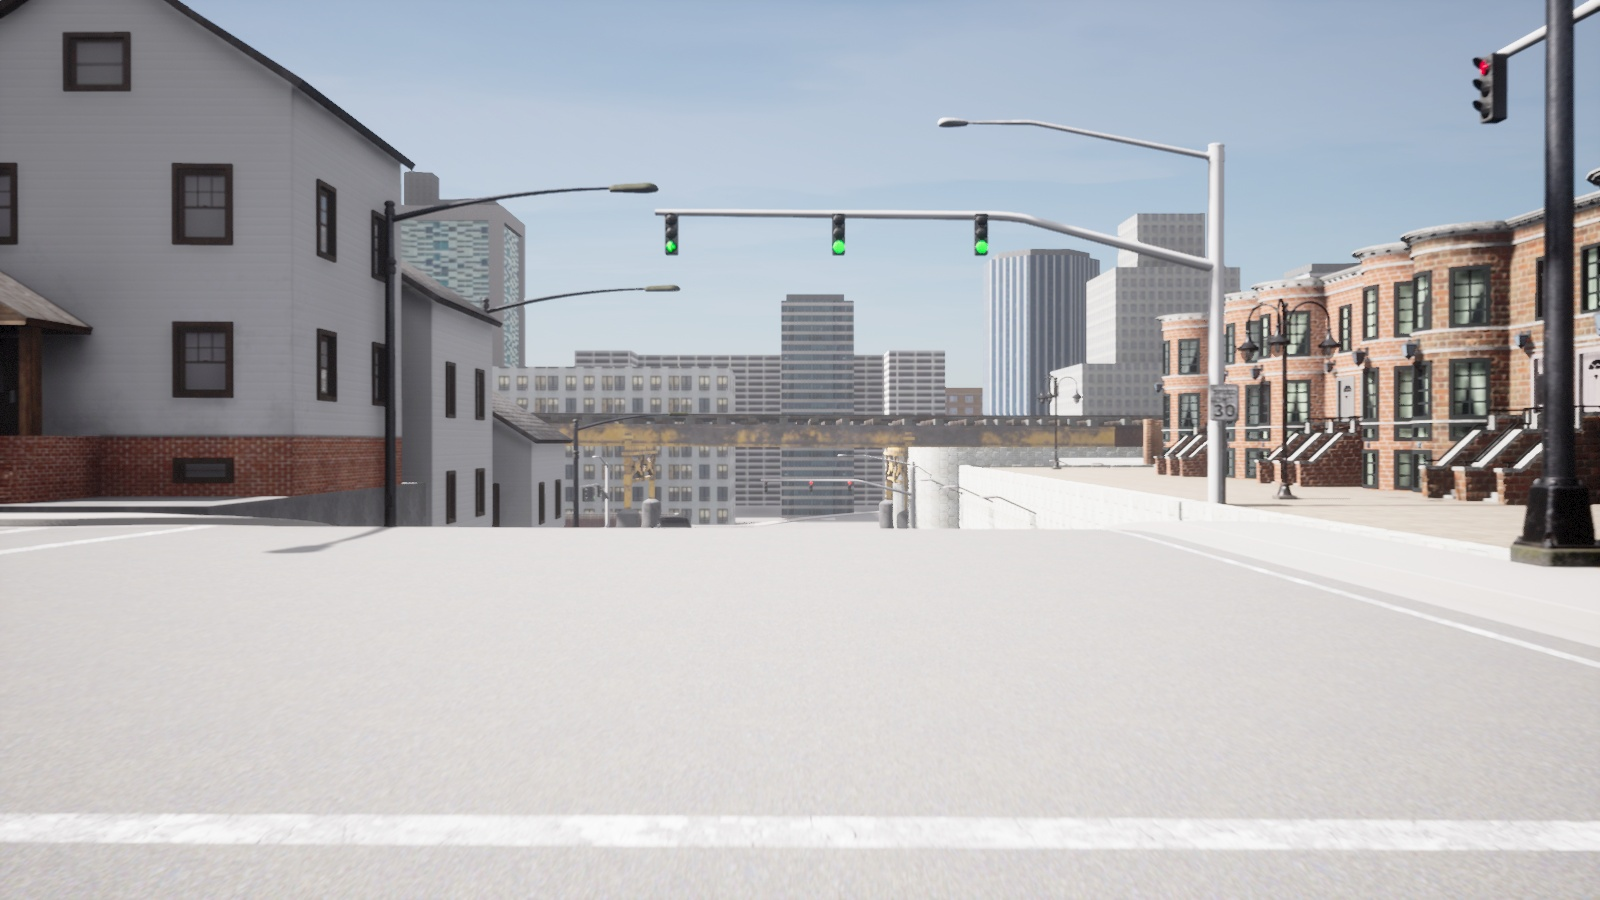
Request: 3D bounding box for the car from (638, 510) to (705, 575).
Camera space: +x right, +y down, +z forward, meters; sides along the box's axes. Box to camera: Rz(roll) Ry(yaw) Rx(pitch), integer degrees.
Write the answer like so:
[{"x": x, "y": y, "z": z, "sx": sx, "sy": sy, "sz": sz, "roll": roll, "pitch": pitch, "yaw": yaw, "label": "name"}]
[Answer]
[{"x": -3.306, "y": 2.428, "z": 32.621, "sx": 1.481, "sy": 1.376, "sz": 2.207, "roll": -1, "pitch": -13, "yaw": 0, "label": "car"}]
